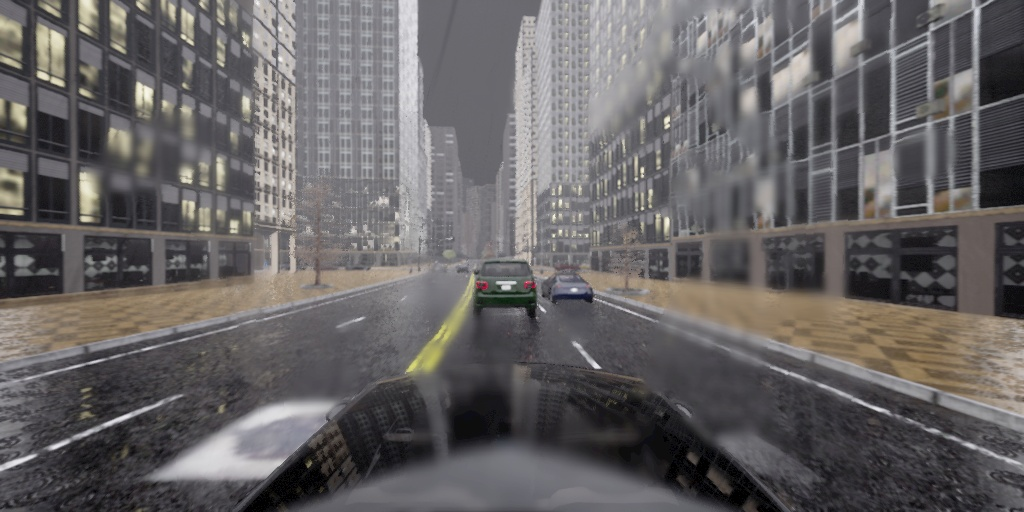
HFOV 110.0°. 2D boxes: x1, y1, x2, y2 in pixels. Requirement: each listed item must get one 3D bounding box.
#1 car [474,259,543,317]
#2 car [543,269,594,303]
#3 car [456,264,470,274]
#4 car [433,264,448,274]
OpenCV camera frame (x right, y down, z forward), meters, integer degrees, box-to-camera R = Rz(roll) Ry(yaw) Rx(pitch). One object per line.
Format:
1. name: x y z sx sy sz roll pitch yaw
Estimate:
1. car: -0.327 1.133 14.147 2.150 2.045 5.566 0 -1 -3
2. car: 2.644 1.517 18.027 1.994 1.385 4.181 0 -1 -4
3. car: -7.651 2.001 56.448 2.033 1.411 5.357 0 -1 -5
4. car: -10.683 1.924 53.880 2.128 1.511 4.902 0 -1 -5
